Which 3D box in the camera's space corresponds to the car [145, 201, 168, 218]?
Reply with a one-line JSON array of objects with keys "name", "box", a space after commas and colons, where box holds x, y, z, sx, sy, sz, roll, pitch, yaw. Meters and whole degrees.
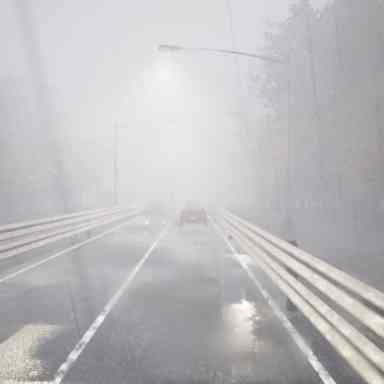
[{"name": "car", "box": [-3.348, 1.628, 31.939, 1.882, 1.535, 5.008, 0, 0, 0]}]

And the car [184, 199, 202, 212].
[{"name": "car", "box": [0.092, 1.713, 42.695, 2.128, 1.511, 4.902, 0, 0, 0]}]

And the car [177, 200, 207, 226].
[{"name": "car", "box": [0.098, 1.578, 24.381, 1.882, 1.535, 5.008, 0, 0, 0]}]

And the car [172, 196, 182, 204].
[{"name": "car", "box": [-3.291, 1.759, 72.596, 2.097, 1.767, 4.553, 0, 0, 0]}]
